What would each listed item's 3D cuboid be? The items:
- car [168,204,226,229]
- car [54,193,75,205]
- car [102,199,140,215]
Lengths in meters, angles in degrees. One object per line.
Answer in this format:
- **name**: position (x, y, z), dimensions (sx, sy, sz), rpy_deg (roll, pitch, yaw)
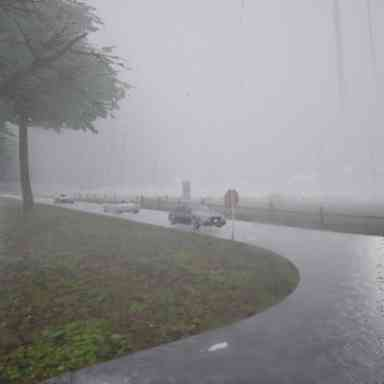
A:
- **car**: position (0.239, 1.451, 20.738), dimensions (1.994, 1.385, 4.181), rpy_deg (0, 1, -34)
- **car**: position (-17.475, 0.954, 45.432), dimensions (1.837, 1.490, 4.892), rpy_deg (0, 1, -35)
- **car**: position (-6.442, 1.308, 29.993), dimensions (1.895, 1.301, 4.718), rpy_deg (0, 1, -35)
